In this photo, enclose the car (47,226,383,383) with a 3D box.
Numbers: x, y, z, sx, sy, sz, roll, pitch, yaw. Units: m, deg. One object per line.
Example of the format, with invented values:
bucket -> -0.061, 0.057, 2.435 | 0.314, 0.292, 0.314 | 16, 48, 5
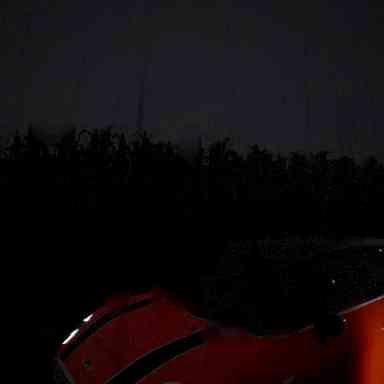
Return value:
car -> 0.873, 1.348, 3.693 | 4.553, 1.767, 2.097 | 0, 0, -36
